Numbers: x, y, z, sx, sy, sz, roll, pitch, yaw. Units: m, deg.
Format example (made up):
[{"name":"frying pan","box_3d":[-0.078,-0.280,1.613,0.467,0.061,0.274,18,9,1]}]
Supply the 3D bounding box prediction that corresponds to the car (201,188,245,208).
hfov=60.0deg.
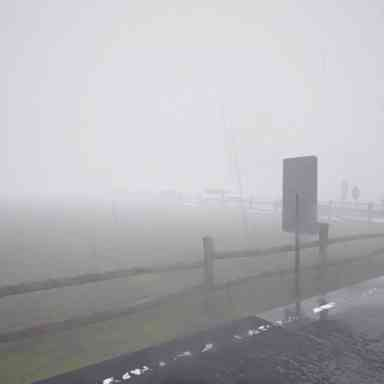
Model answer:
[{"name":"car","box_3d":[3.203,0.594,35.734,2.150,2.045,5.566,1,1,-35]}]

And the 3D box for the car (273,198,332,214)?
[{"name":"car","box_3d":[9.030,1.086,27.425,1.882,1.535,5.008,1,1,-35]}]

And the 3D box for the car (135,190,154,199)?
[{"name":"car","box_3d":[-8.063,0.342,56.899,1.882,1.535,5.008,1,1,-35]}]

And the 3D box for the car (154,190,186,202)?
[{"name":"car","box_3d":[-2.728,0.488,44.194,2.097,1.767,4.553,1,1,-35]}]

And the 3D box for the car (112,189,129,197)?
[{"name":"car","box_3d":[-14.084,0.120,65.464,2.128,1.511,4.902,1,1,-35]}]
